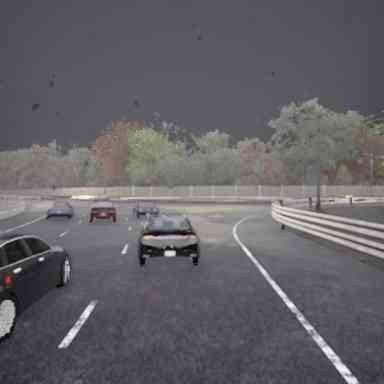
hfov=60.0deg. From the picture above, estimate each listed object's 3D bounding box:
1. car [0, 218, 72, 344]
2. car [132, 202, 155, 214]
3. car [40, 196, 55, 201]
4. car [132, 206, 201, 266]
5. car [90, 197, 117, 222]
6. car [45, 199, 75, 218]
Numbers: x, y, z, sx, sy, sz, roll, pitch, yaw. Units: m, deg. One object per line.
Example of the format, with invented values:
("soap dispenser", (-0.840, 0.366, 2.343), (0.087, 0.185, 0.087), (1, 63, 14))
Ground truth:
("car", (-3.779, 1.507, 6.329), (1.837, 1.490, 4.892), (0, 0, -4))
("car", (-4.260, 1.563, 29.800), (1.895, 1.301, 4.718), (0, 0, -16))
("car", (-35.765, 1.575, 81.981), (4.718, 1.301, 1.895), (0, 0, 41))
("car", (-0.835, 1.474, 11.550), (2.128, 1.511, 4.902), (0, 0, -5))
("car", (-6.999, 1.455, 26.398), (1.882, 1.535, 5.008), (0, 0, -14))
("car", (-11.285, 1.552, 28.725), (1.994, 1.385, 4.181), (0, 0, -16))
